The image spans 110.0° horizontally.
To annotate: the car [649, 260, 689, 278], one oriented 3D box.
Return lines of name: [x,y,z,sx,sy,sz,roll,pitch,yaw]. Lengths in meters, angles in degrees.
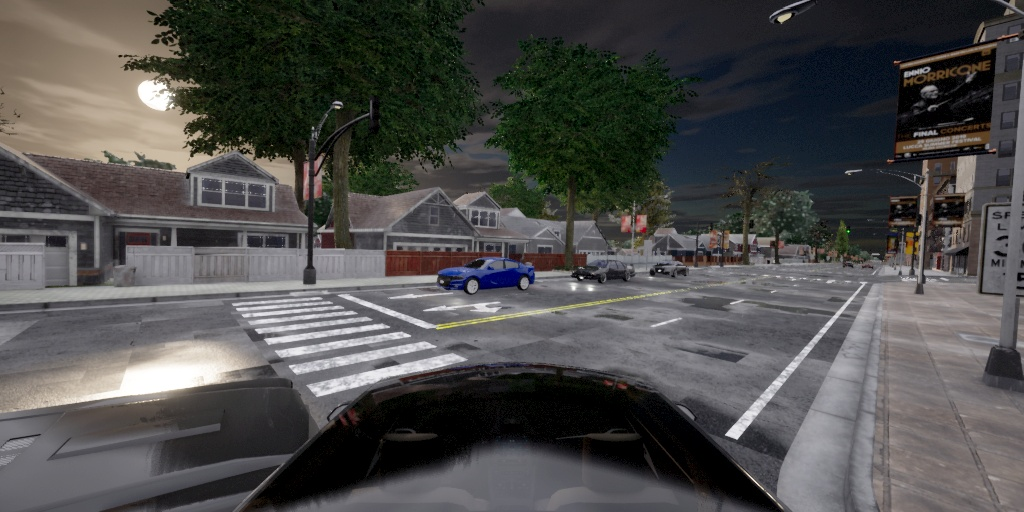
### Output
car: [13.332,1.020,30.299,4.181,1.385,1.994,1,2,-44]

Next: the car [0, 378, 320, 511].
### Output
car: [-3.314,1.285,1.322,4.718,1.301,1.895,1,2,-34]

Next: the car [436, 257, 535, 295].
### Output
car: [-1.072,0.805,16.501,5.008,1.535,1.882,0,2,-44]

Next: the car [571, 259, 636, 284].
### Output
car: [6.114,0.937,23.400,5.357,1.411,2.033,0,2,-44]
